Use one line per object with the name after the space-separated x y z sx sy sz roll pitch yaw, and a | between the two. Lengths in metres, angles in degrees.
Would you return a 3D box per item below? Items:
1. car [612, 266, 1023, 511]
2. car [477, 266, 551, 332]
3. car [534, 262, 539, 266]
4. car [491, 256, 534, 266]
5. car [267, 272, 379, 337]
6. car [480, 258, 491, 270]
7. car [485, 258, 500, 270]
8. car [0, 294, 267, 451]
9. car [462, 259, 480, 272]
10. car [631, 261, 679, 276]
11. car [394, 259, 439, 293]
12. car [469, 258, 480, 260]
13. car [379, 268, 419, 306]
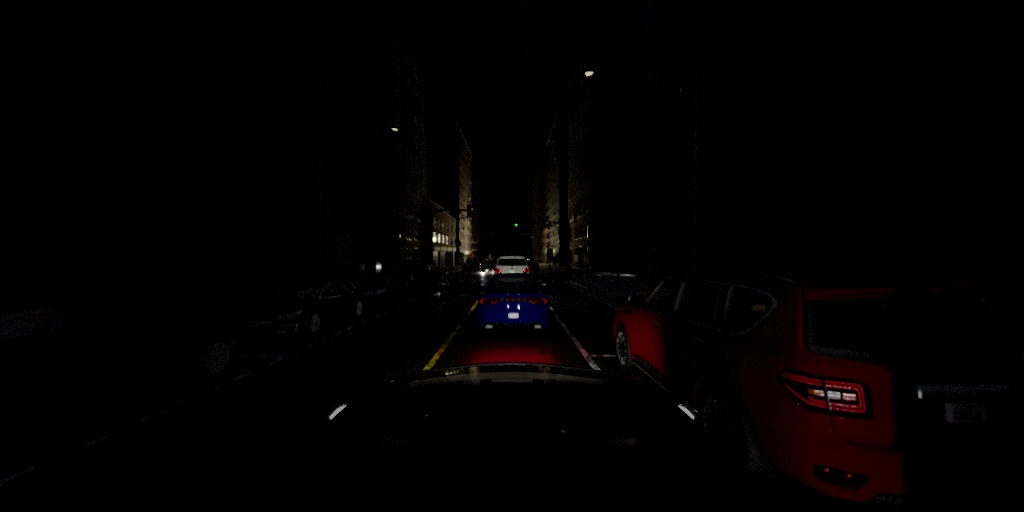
2.855 1.070 4.633 2.192 1.841 5.009 0 0 0 | car
0.047 1.245 10.918 1.882 1.535 5.008 0 0 0 | car
2.809 1.444 48.385 1.802 1.307 4.207 0 0 0 | car
0.018 1.012 23.099 2.150 2.045 5.566 0 0 0 | car
-5.676 1.316 10.184 2.007 1.370 4.403 0 0 0 | car
-3.150 1.389 48.891 1.812 1.442 4.674 0 0 -3 | car
-3.143 1.247 58.587 2.097 1.767 4.553 0 0 0 | car
-5.670 1.300 4.601 1.888 1.381 4.507 0 0 0 | car
-5.716 1.444 48.349 1.802 1.307 4.207 0 0 0 | car
14.646 1.269 36.962 4.181 1.385 1.994 0 1 0 | car
-5.688 1.104 21.349 2.192 1.841 5.009 0 0 0 | car
-5.722 1.194 53.914 2.192 1.841 5.009 0 0 0 | car
-5.681 1.359 15.767 1.802 1.307 4.207 0 0 0 | car
